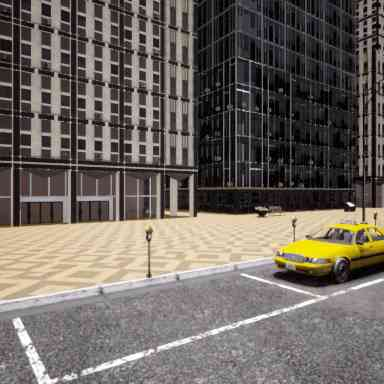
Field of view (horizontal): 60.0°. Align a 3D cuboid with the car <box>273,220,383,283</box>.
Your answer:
[{"bbox_3d":[4.421,1.526,9.667,4.829,1.417,1.752,0,0,-35],"label":"car"}]
